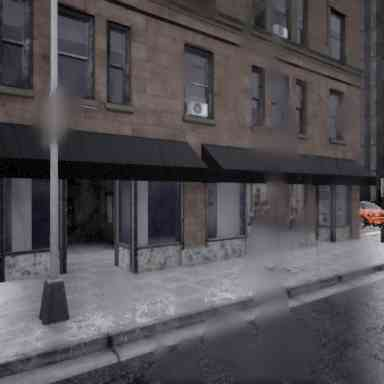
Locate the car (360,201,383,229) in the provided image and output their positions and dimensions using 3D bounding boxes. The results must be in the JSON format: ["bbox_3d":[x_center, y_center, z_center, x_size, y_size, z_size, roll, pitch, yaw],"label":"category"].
[{"bbox_3d":[10.235,1.364,22.148,2.097,1.767,4.553,0,0,-30],"label":"car"}]
